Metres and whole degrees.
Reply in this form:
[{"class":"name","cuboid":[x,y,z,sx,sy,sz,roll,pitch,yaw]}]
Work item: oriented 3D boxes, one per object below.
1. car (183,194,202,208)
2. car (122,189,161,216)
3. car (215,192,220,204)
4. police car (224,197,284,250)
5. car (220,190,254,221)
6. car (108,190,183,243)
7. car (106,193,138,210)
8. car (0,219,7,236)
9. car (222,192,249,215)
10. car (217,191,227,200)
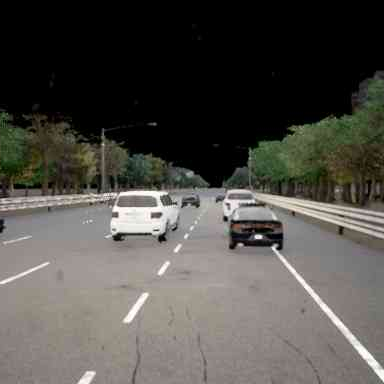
[{"class":"car","cuboid":[-0.052,0.988,36.927,1.837,1.490,4.892,0,1,5]},{"class":"car","cuboid":[-4.251,0.804,29.023,2.150,2.045,5.566,0,1,5]},{"class":"car","cuboid":[4.269,0.855,47.264,1.837,1.490,4.892,0,1,5]},{"class":"police car","cuboid":[2.395,1.233,13.467,1.930,1.638,5.238,0,1,5]},{"class":"car","cuboid":[3.239,0.895,23.336,2.150,2.045,5.566,0,1,5]},{"class":"car","cuboid":[-1.930,0.999,15.087,2.150,2.045,5.566,0,1,5]},{"class":"car","cuboid":[-7.255,0.975,34.892,1.882,1.535,5.008,0,1,5]},{"class":"car","cuboid":[-9.183,1.405,12.440,1.895,1.301,4.718,0,1,5]},{"class":"car","cuboid":[3.748,0.943,29.247,2.097,1.767,4.553,0,1,5]},{"class":"car","cuboid":[5.767,0.652,64.093,1.812,1.442,4.674,0,1,5]}]
